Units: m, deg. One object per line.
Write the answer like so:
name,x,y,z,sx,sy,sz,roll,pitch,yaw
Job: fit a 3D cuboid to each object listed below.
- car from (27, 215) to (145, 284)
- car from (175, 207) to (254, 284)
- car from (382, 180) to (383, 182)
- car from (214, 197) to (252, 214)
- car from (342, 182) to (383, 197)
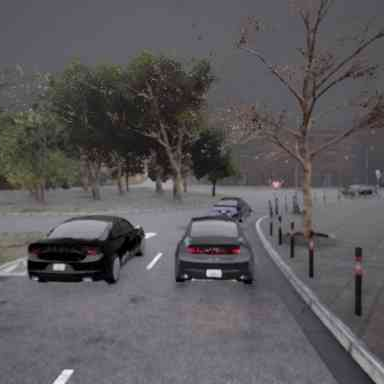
car,-2.635,1.380,9.451,1.882,1.535,5.008,0,1,4
car,0.619,1.417,9.358,1.837,1.490,4.892,0,1,4
car,35.409,-1.477,60.140,2.185,1.767,4.553,-1,3,-15
car,2.608,1.056,21.502,2.033,1.411,5.357,1,3,18
car,21.390,-0.207,42.382,4.902,1.511,2.128,-2,4,-22
